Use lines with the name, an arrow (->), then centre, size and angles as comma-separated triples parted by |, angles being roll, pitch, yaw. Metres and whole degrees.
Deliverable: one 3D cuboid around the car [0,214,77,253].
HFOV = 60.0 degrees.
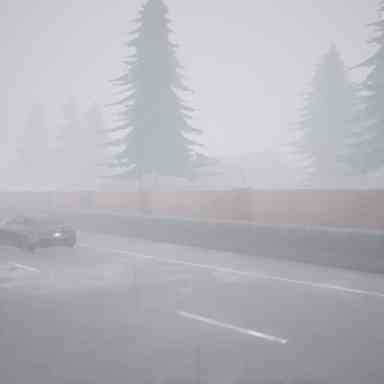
car -> -6.668, 1.614, 14.035 | 4.181, 1.385, 1.994 | 0, 0, 41
